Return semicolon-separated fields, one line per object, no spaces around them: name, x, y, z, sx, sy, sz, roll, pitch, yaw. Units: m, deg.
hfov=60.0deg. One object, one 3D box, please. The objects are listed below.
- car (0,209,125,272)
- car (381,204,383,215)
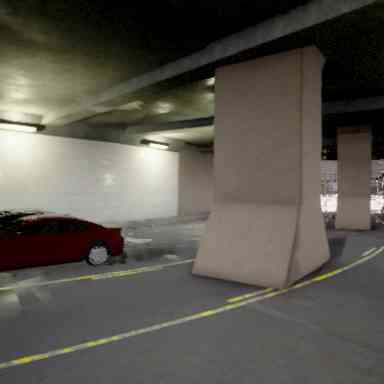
car;-4.436;1.411;9.623;5.008;1.535;1.882;0;1;-36
car;19.175;1.568;31.416;1.994;1.385;4.181;0;0;26
